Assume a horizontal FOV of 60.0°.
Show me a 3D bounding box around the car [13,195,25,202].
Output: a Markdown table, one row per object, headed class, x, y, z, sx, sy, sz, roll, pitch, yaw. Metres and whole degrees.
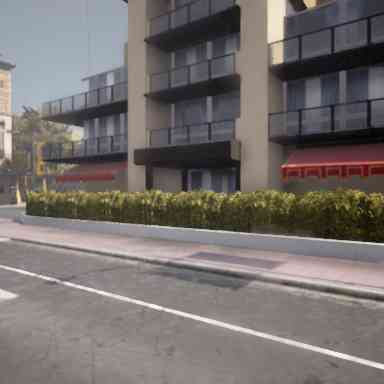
| class | x | y | z | sx | sy | sz | roll | pitch | yaw |
| --- | --- | --- | --- | --- | --- | --- | --- | --- | --- |
| car | -40.134 | 1.404 | 73.993 | 4.892 | 1.521 | 2.231 | 0 | 0 | 35 |
